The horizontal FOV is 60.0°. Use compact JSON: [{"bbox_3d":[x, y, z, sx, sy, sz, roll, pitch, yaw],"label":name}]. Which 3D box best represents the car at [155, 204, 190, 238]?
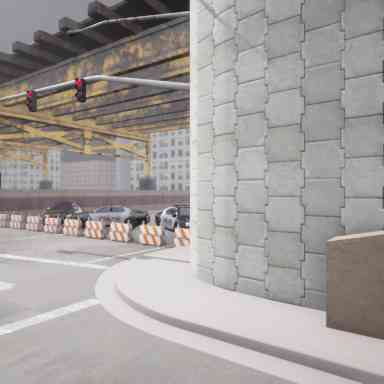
[{"bbox_3d":[-0.356,1.453,17.727,2.038,1.542,4.974,0,0,-25],"label":"car"}]

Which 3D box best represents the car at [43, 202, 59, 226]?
[{"bbox_3d":[-8.818,1.453,23.069,2.038,1.542,4.974,0,0,-10],"label":"car"}]

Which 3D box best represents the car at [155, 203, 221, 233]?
[{"bbox_3d":[-0.378,1.295,17.774,1.853,1.218,4.536,0,0,-25],"label":"car"}]

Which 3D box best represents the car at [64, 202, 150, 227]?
[{"bbox_3d":[-5.072,1.295,20.314,4.536,1.218,1.853,0,0,0],"label":"car"}]

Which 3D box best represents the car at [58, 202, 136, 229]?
[{"bbox_3d":[-5.124,1.453,20.314,4.974,1.542,2.038,0,0,0],"label":"car"}]

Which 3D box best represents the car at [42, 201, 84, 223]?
[{"bbox_3d":[-8.827,1.295,23.120,1.853,1.218,4.536,0,0,-10],"label":"car"}]
